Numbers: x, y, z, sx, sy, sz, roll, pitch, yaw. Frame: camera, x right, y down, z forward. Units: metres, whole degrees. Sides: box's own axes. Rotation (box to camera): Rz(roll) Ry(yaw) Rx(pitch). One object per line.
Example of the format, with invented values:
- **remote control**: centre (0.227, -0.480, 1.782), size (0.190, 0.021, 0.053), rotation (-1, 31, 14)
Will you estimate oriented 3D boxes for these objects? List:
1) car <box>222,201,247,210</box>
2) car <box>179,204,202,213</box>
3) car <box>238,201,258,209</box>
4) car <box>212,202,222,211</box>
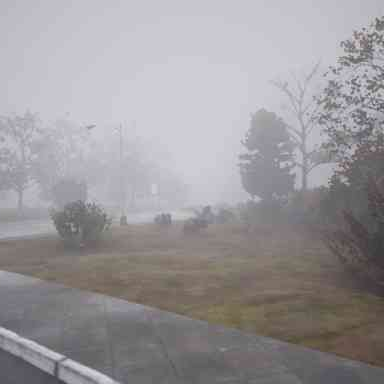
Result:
- **car**: centre (7.114, 2.196, 50.324), size (2.033, 1.411, 5.357), rotation (-3, -2, 32)
- **car**: centre (-0.047, 2.543, 52.347), size (1.895, 1.301, 4.718), rotation (-3, -2, 32)
- **car**: centre (10.439, 2.411, 62.098), size (1.837, 1.490, 4.892), rotation (-3, -2, 33)
- **car**: centre (5.013, 2.319, 53.564), size (1.837, 1.490, 4.892), rotation (-3, -2, 32)
